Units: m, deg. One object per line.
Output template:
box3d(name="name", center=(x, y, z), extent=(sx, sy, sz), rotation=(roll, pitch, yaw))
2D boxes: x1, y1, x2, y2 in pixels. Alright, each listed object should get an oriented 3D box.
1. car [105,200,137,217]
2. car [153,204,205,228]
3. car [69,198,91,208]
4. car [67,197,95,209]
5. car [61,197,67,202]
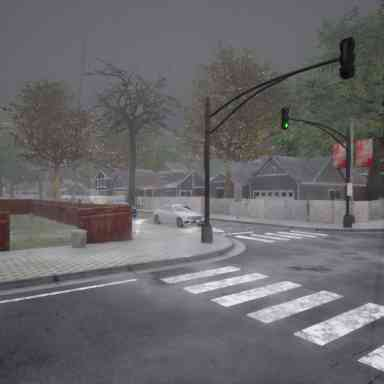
box3d(name="car", center=(-6.828, 1.513, 30.824), extent=(1.882, 1.535, 5.008), rotation=(0, 0, -36))
box3d(name="car", center=(-0.990, 1.547, 22.655), extent=(1.812, 1.442, 4.674), rotation=(0, 0, -36))
box3d(name="car", center=(-16.699, 1.654, 49.611), extent=(1.994, 1.385, 4.181), rotation=(0, 0, -35))
box3d(name="car", center=(-12.816, 1.530, 39.205), extent=(1.882, 1.535, 5.008), rotation=(0, 0, -35))
box3d(name="car", center=(-22.359, 1.601, 57.419), extent=(2.128, 1.511, 4.902), rotation=(0, 0, -36))
